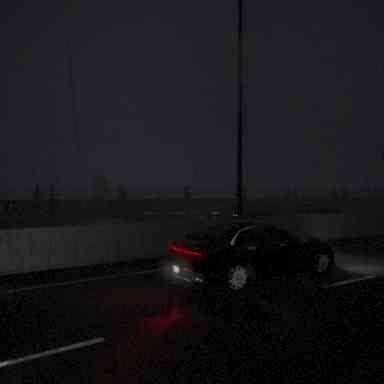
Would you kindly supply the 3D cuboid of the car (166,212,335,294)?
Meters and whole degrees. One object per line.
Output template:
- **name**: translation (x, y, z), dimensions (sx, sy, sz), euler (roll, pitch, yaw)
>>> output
- **car**: translation (1.701, 1.487, 8.755), dimensions (4.892, 1.490, 1.837), euler (0, 0, -32)

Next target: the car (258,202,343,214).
- **car**: translation (6.715, 1.460, 19.565), dimensions (4.902, 1.511, 2.128), euler (0, 0, -25)

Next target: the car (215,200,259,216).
- **car**: translation (4.403, 1.448, 22.327), dimensions (4.902, 1.511, 2.128), euler (0, 0, -25)

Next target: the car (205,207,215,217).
- **car**: translation (3.410, 1.424, 25.735), dimensions (5.008, 1.535, 1.882), euler (0, 0, -25)
